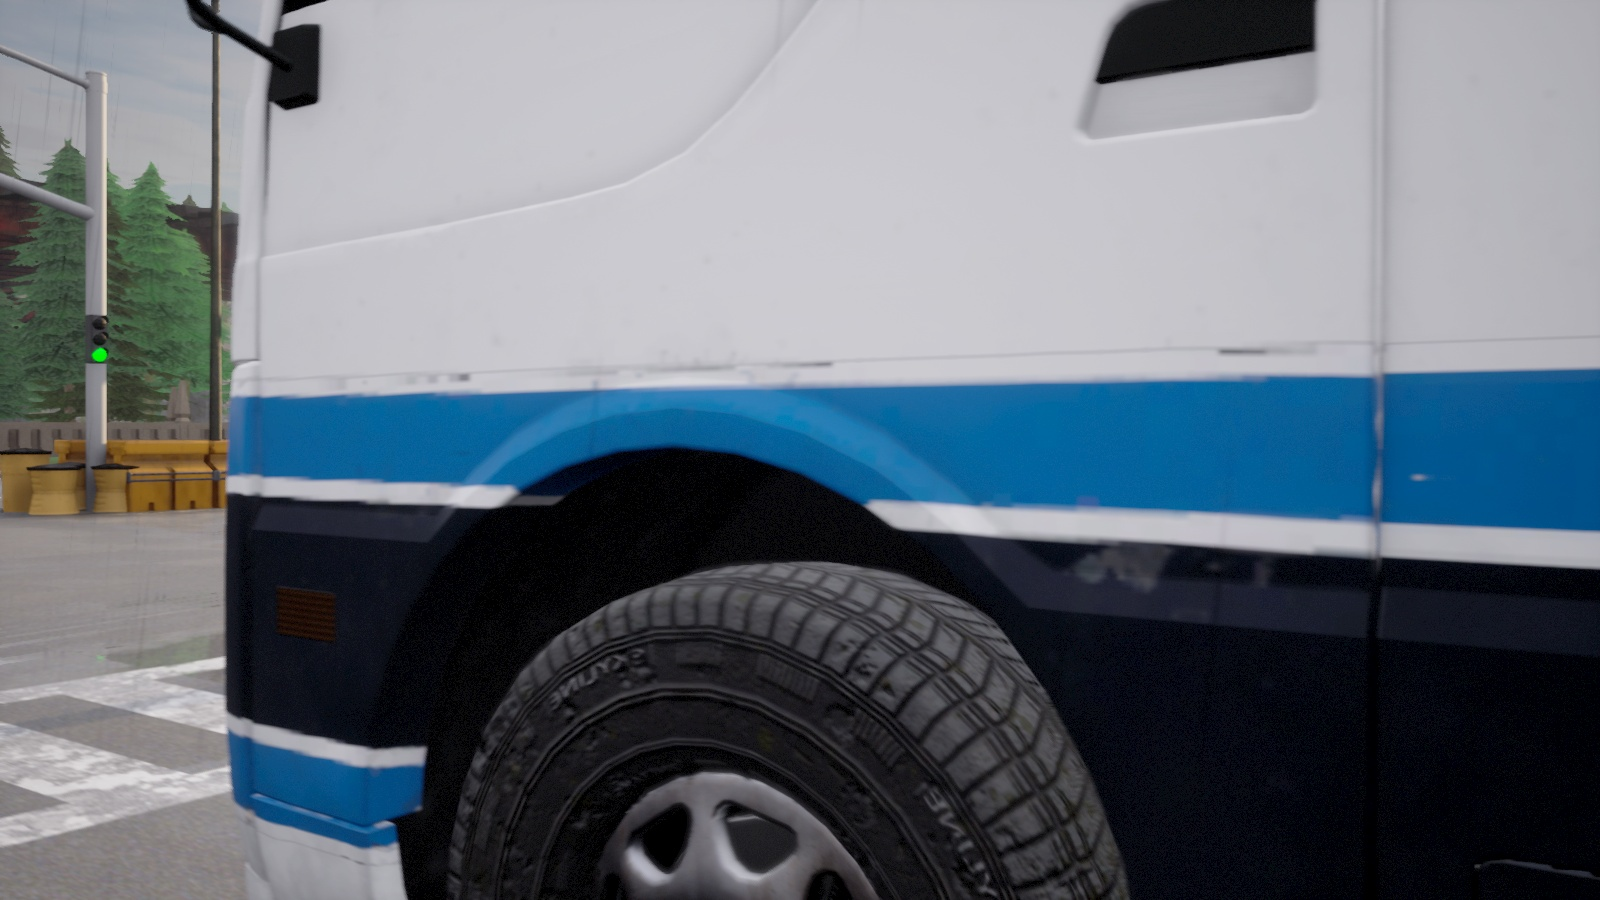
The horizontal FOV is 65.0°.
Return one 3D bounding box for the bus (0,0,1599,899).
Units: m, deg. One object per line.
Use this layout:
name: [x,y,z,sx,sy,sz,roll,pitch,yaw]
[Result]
bus: [3.210,-0.698,1.464,10.273,4.253,3.944,0,1,34]
